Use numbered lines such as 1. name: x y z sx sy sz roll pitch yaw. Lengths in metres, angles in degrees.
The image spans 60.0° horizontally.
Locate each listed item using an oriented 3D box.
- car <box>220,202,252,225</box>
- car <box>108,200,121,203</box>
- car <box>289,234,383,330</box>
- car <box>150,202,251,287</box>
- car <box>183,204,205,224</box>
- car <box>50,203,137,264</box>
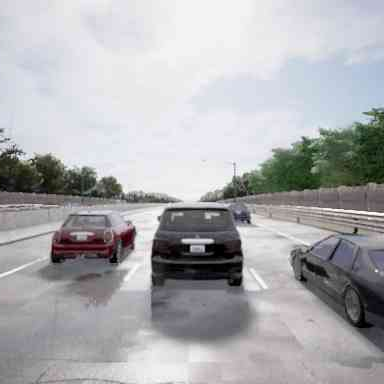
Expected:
1. car: 3.666 1.745 28.442 2.097 1.767 4.553 0 -2 0
2. car: -13.859 2.458 58.985 2.150 2.045 5.566 0 -2 0
3. car: 3.613 1.589 6.927 2.033 1.411 5.357 0 0 0
4. car: 0.122 1.290 9.627 2.150 2.045 5.566 0 0 0
5. car: 0.172 1.913 30.122 1.882 1.535 5.008 0 -1 0
6. car: -3.372 1.447 12.272 2.097 1.767 4.553 0 -1 0
